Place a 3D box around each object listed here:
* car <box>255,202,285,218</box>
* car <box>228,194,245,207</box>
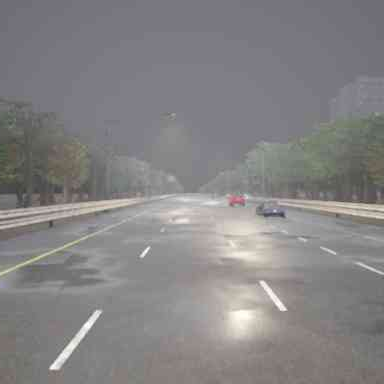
[{"bbox_3d":[7.022,1.588,30.183,1.994,1.385,4.181,0,0,0],"label":"car"},{"bbox_3d":[7.100,1.286,53.493,2.150,2.045,5.566,0,0,0],"label":"car"}]
